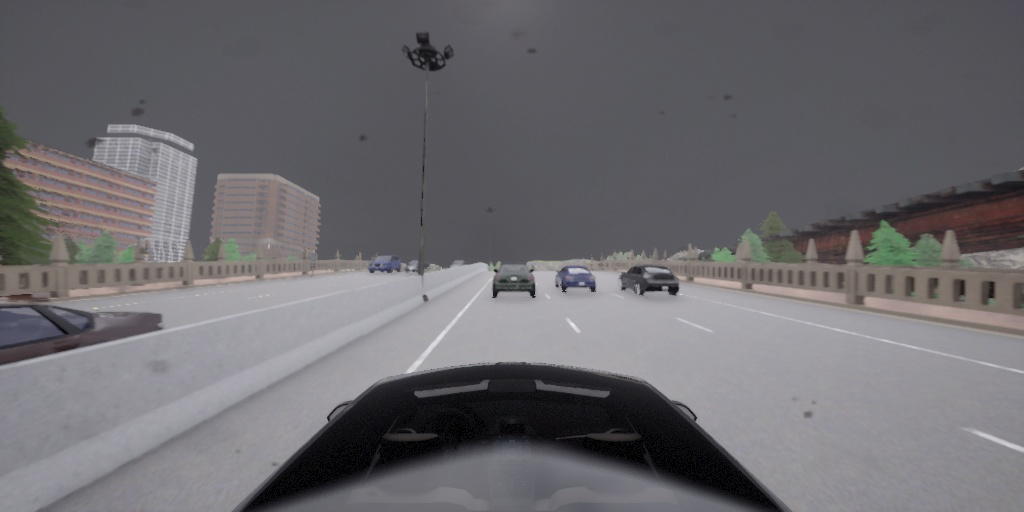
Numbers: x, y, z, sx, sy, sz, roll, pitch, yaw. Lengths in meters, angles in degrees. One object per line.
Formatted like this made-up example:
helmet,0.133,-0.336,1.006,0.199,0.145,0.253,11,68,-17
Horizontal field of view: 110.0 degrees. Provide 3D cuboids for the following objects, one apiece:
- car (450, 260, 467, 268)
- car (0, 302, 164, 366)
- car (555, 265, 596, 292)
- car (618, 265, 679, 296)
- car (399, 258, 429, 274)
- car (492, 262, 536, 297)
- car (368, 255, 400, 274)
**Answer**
car,-7.074,1.286,48.087,2.128,1.511,4.902,0,-2,0
car,-7.100,1.293,4.090,2.033,1.411,5.357,0,0,0
car,3.591,1.247,20.718,1.812,1.442,4.674,0,0,0
car,7.090,1.229,19.026,1.837,1.490,4.892,0,0,0
car,-10.598,1.183,40.263,2.128,1.511,4.902,0,0,0
car,0.089,1.076,18.852,2.097,1.767,4.553,0,0,0
car,-14.097,0.911,40.222,2.150,2.045,5.566,0,0,0
